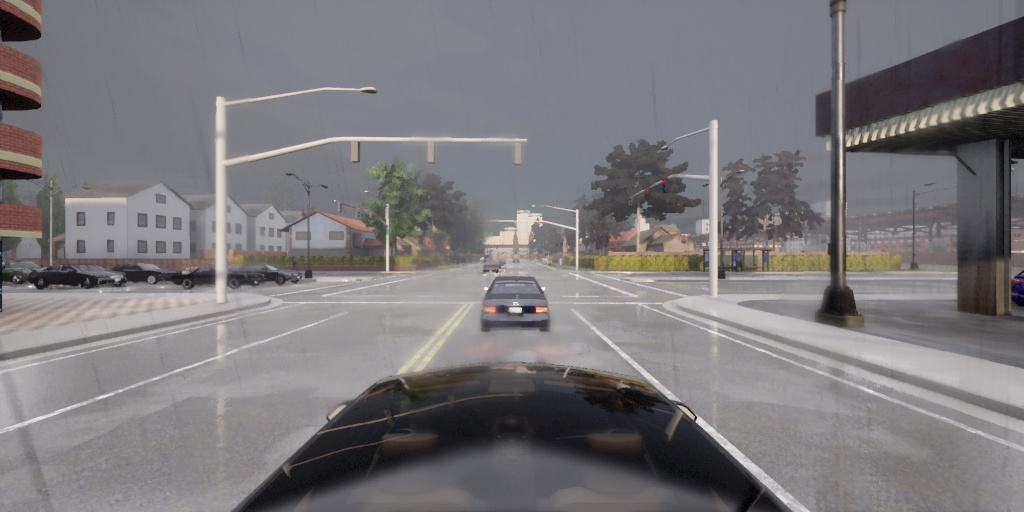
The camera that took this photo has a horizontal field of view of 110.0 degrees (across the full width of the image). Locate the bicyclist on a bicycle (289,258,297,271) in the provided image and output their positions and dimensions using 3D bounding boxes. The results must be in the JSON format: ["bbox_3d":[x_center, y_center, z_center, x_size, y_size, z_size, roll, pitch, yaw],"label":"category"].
[{"bbox_3d":[-26.522,1.051,43.463,0.582,1.620,1.656,0,0,1],"label":"bicyclist on a bicycle"}]

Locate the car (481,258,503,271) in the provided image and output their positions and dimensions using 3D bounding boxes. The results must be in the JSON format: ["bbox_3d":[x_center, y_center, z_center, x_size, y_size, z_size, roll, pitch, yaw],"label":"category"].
[{"bbox_3d":[-2.518,1.297,41.578,2.033,1.411,5.357,0,0,-5],"label":"car"}]

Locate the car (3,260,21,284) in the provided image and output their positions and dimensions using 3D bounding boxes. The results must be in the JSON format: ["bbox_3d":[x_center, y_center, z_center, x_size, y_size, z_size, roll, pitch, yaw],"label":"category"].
[{"bbox_3d":[-36.054,1.102,26.133,4.553,1.767,2.097,0,0,1],"label":"car"}]

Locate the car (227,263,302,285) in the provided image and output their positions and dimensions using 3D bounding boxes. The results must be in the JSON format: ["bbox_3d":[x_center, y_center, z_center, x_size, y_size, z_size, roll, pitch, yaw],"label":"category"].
[{"bbox_3d":[-17.707,1.276,25.858,4.674,1.442,1.812,0,0,1],"label":"car"}]

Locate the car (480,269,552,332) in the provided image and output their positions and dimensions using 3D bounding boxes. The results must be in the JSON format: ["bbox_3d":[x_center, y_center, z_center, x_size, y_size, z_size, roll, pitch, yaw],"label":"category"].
[{"bbox_3d":[0.087,1.297,10.812,2.033,1.411,5.357,0,0,0],"label":"car"}]

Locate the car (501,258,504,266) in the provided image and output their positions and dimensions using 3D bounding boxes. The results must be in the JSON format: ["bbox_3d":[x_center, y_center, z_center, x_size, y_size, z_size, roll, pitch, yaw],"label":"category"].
[{"bbox_3d":[-2.789,1.227,57.398,1.882,1.535,5.008,0,0,1],"label":"car"}]

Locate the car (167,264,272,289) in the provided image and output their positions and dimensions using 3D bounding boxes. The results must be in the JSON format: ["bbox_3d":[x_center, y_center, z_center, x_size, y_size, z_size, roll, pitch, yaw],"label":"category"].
[{"bbox_3d":[-18.092,1.351,22.331,4.718,1.301,1.895,0,0,1],"label":"car"}]

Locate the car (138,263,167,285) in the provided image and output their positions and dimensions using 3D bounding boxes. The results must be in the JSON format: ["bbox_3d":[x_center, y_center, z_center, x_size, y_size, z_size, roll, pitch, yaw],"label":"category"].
[{"bbox_3d":[-26.769,1.228,25.982,5.008,1.535,1.882,0,0,1],"label":"car"}]

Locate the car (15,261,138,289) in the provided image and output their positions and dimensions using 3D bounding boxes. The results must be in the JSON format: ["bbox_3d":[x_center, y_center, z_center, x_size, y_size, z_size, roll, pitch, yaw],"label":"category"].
[{"bbox_3d":[-27.124,1.242,22.489,4.902,1.511,2.128,0,0,1],"label":"car"}]
